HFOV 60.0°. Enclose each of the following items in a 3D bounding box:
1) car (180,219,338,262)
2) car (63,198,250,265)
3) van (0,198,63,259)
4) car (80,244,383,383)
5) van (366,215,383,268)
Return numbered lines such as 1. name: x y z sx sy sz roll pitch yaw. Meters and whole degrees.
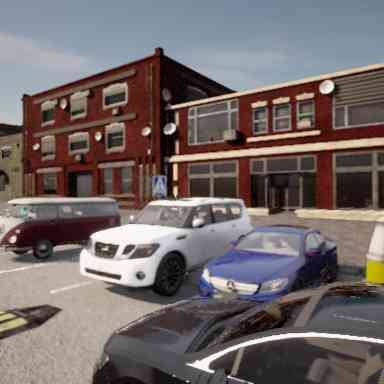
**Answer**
1. car: 1.991 1.504 7.540 2.002 1.452 4.674 0 0 36
2. car: -0.272 1.199 9.116 2.435 2.045 5.566 0 0 36
3. van: -4.810 1.208 12.246 1.878 1.987 4.442 0 0 36
4. car: 1.305 1.502 2.448 4.892 1.490 1.837 0 0 36
5. van: 4.400 1.256 5.959 1.878 1.987 4.442 0 0 36
